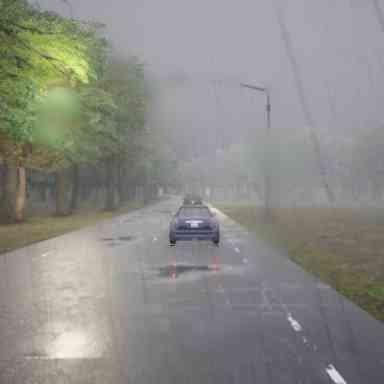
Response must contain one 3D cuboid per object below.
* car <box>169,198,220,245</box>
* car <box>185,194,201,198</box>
[{"bbox_3d":[0.099,1.353,15.606,2.097,1.767,4.553,0,0,0],"label":"car"},{"bbox_3d":[0.098,1.235,37.820,2.150,2.045,5.566,0,0,0],"label":"car"}]
